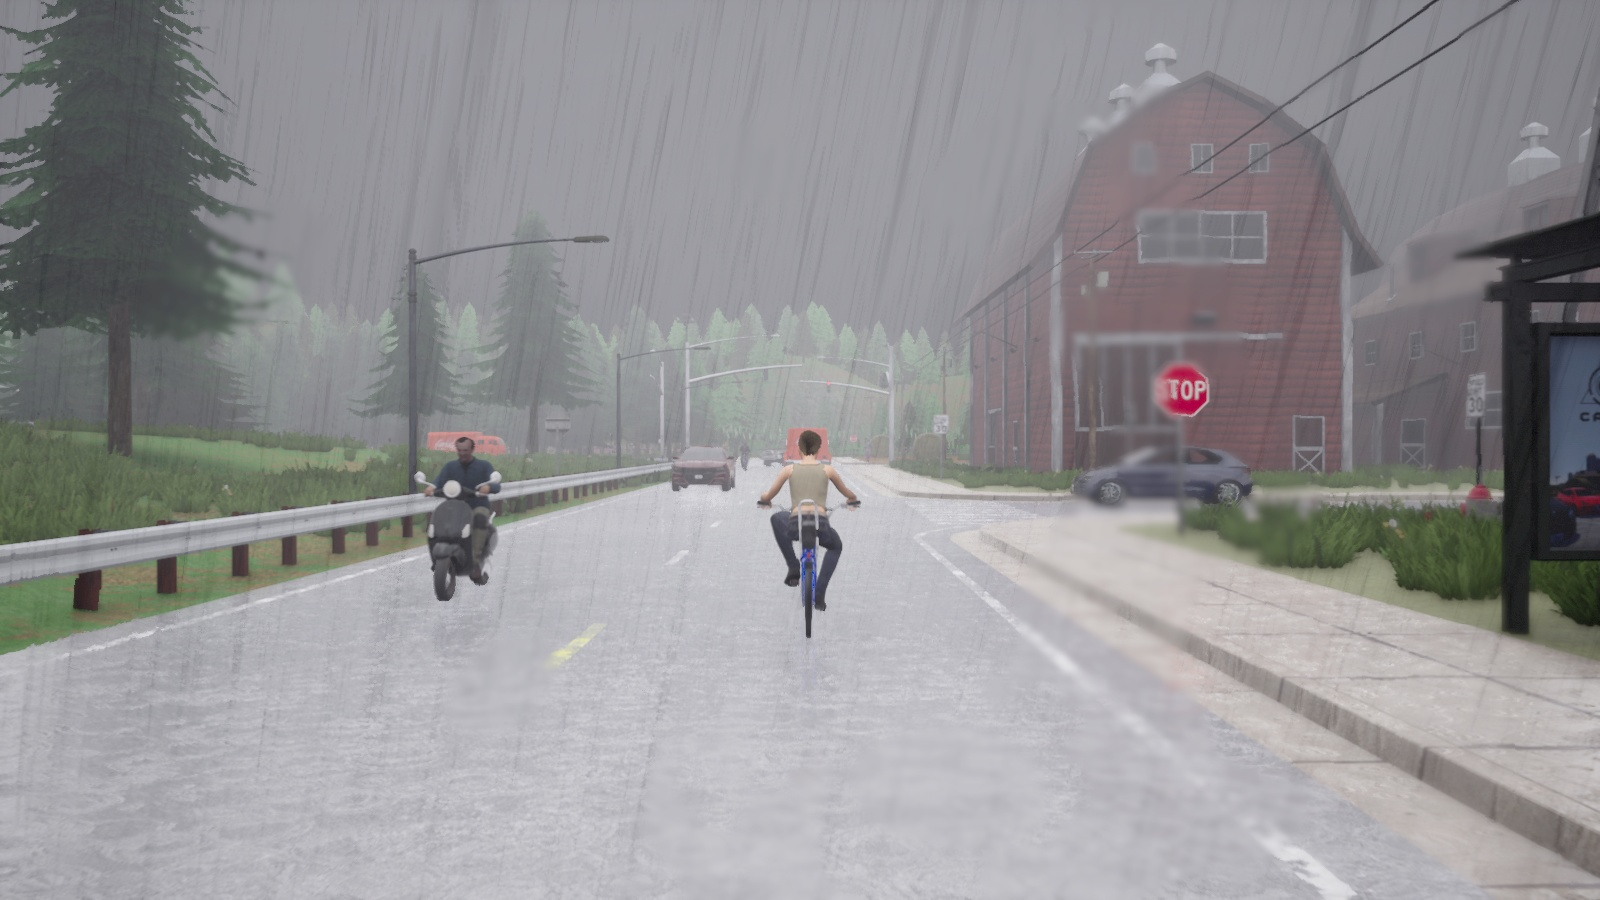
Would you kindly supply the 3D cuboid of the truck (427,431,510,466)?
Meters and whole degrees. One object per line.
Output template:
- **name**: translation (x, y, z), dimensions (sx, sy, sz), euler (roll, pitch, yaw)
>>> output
- **truck**: translation (-23.558, -0.090, 89.410), dimensions (5.204, 2.467, 2.627), euler (0, 0, -1)

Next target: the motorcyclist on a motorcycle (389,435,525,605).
- **motorcyclist on a motorcycle**: translation (-3.412, 0.654, 12.665), dimensions (0.866, 1.590, 1.817), euler (0, 0, 0)

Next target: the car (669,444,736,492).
- **car**: translation (-3.241, 0.577, 42.594), dimensions (1.882, 1.535, 5.008), euler (0, 0, 0)

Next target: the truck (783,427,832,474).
- **truck**: translation (0.413, 0.024, 69.324), dimensions (2.627, 2.467, 5.204), euler (0, 0, 0)

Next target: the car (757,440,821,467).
- **car**: translation (-0.776, 0.246, 89.539), dimensions (1.932, 1.855, 4.605), euler (-1, 0, 43)

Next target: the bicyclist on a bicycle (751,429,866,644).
- **bicyclist on a bicycle**: translation (0.071, 0.649, 10.199), dimensions (0.866, 1.612, 1.509), euler (0, 0, 1)

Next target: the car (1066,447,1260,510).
- **car**: translation (8.748, 0.664, 30.500), dimensions (4.193, 1.474, 1.816), euler (0, 0, 2)
